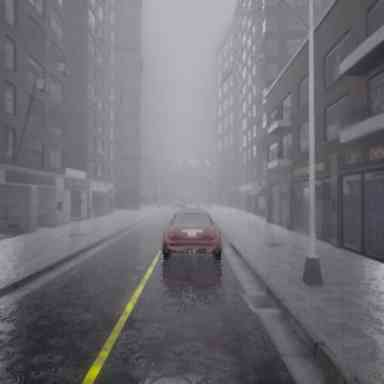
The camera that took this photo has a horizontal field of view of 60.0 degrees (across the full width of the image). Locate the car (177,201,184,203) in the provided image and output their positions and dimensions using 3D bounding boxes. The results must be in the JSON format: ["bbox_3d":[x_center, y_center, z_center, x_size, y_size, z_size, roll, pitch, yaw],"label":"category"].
[{"bbox_3d":[0.014,1.791,28.509,2.128,1.511,4.902,0,0,1],"label":"car"}]

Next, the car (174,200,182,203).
[{"bbox_3d":[-2.525,2.182,61.538,2.033,1.411,5.357,0,-1,0],"label":"car"}]

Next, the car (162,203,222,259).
[{"bbox_3d":[0.019,1.492,13.434,2.097,1.767,4.553,0,-1,1],"label":"car"}]
